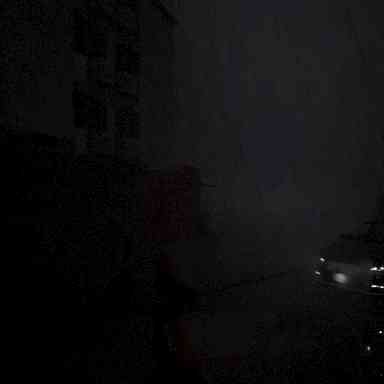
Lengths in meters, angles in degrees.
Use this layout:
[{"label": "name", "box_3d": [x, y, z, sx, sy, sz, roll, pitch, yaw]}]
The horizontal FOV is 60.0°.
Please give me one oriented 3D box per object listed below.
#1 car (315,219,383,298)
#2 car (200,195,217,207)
[{"label": "car", "box_3d": [4.939, 1.419, 8.005, 4.902, 1.511, 2.128, -1, 0, -35]}, {"label": "car", "box_3d": [1.530, 1.249, 47.266, 2.128, 1.511, 4.902, -1, 0, -35]}]
